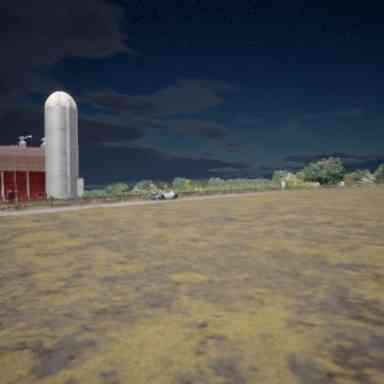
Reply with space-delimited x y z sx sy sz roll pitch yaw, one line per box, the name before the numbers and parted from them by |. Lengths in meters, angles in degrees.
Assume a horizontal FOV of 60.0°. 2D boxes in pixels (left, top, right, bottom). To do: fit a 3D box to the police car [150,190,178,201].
police car | -4.351 0.504 50.674 2.038 1.542 4.974 -2 1 36
